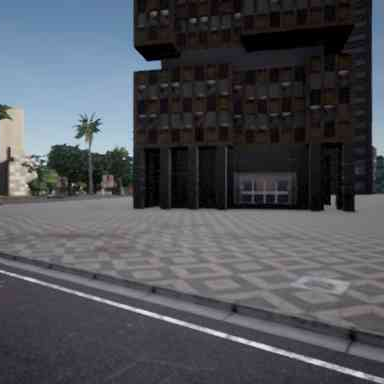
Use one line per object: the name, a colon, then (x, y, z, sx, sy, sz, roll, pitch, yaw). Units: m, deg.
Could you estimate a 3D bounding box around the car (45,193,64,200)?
car: (-32.565, 1.016, 78.878, 2.033, 1.411, 5.357, 0, 1, 10)
